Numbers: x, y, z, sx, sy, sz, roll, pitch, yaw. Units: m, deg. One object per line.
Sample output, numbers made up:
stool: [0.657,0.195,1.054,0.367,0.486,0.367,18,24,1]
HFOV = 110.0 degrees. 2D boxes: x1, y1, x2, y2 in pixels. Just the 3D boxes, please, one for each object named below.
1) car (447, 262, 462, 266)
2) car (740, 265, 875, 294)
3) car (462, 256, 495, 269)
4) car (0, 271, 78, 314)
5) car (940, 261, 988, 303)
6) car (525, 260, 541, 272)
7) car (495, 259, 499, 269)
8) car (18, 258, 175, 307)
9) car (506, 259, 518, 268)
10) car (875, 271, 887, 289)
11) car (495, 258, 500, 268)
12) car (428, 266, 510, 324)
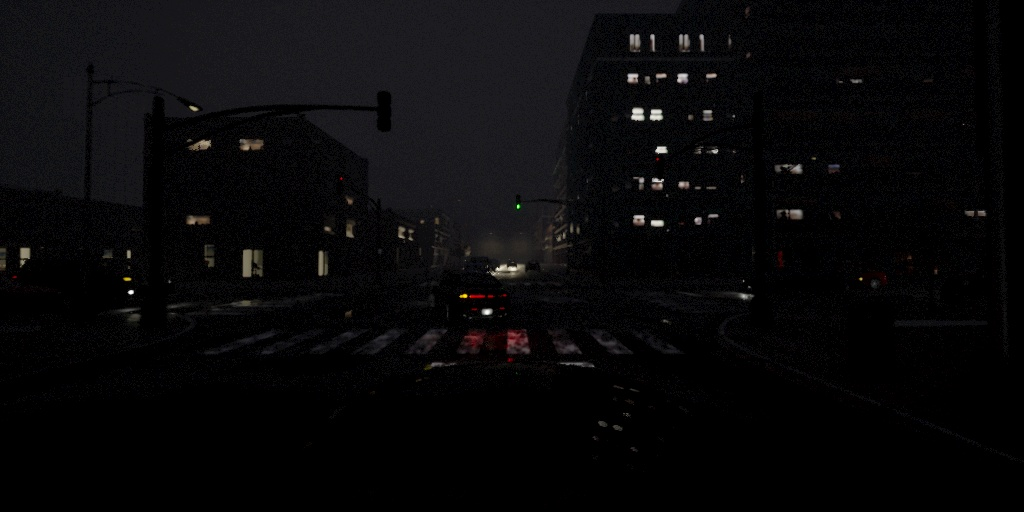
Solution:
car: [-5.767,1.348,35.791,1.888,1.381,4.507,0,0,0]
car: [15.049,1.218,18.699,5.357,1.411,2.033,0,-1,1]
car: [-3.090,1.022,34.244,2.150,2.045,5.566,0,0,0]
car: [-19.294,1.382,13.082,4.507,1.381,1.888,0,0,1]
car: [18.173,0.965,12.753,4.097,1.591,1.967,0,0,1]
car: [2.691,1.260,47.221,1.967,1.591,4.097,0,0,0]
car: [-3.081,1.382,45.571,1.994,1.385,4.181,0,0,0]
car: [-18.308,1.106,15.813,5.566,2.045,2.150,-1,-1,1]
car: [-0.001,1.392,63.046,2.033,1.411,5.357,0,0,0]
car: [19.476,1.234,21.323,4.507,1.381,1.888,0,0,1]
car: [-3.052,1.192,59.246,2.097,1.767,4.553,0,0,0]
car: [-1.574,1.274,12.175,1.837,1.490,4.892,1,0,-21]
